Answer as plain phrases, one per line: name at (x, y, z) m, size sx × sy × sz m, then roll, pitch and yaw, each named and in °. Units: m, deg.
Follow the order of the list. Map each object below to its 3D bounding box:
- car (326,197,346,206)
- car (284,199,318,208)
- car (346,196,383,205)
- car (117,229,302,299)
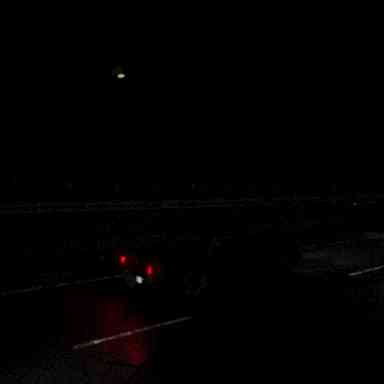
car at (16.812, 1.381, 36.768) m, size 4.892 × 1.490 × 1.837 m, roll -1°, pitch 0°, yaw -34°
car at (12.477, 1.476, 38.077) m, size 4.181 × 1.385 × 1.994 m, roll -1°, pitch 1°, yaw -34°
car at (18.047, 1.244, 33.379) m, size 4.553 × 1.767 × 2.097 m, roll -1°, pitch 1°, yaw -34°
car at (0.660, 1.607, 8.484) m, size 4.718 × 1.301 × 1.895 m, roll 0°, pitch 0°, yaw -35°
